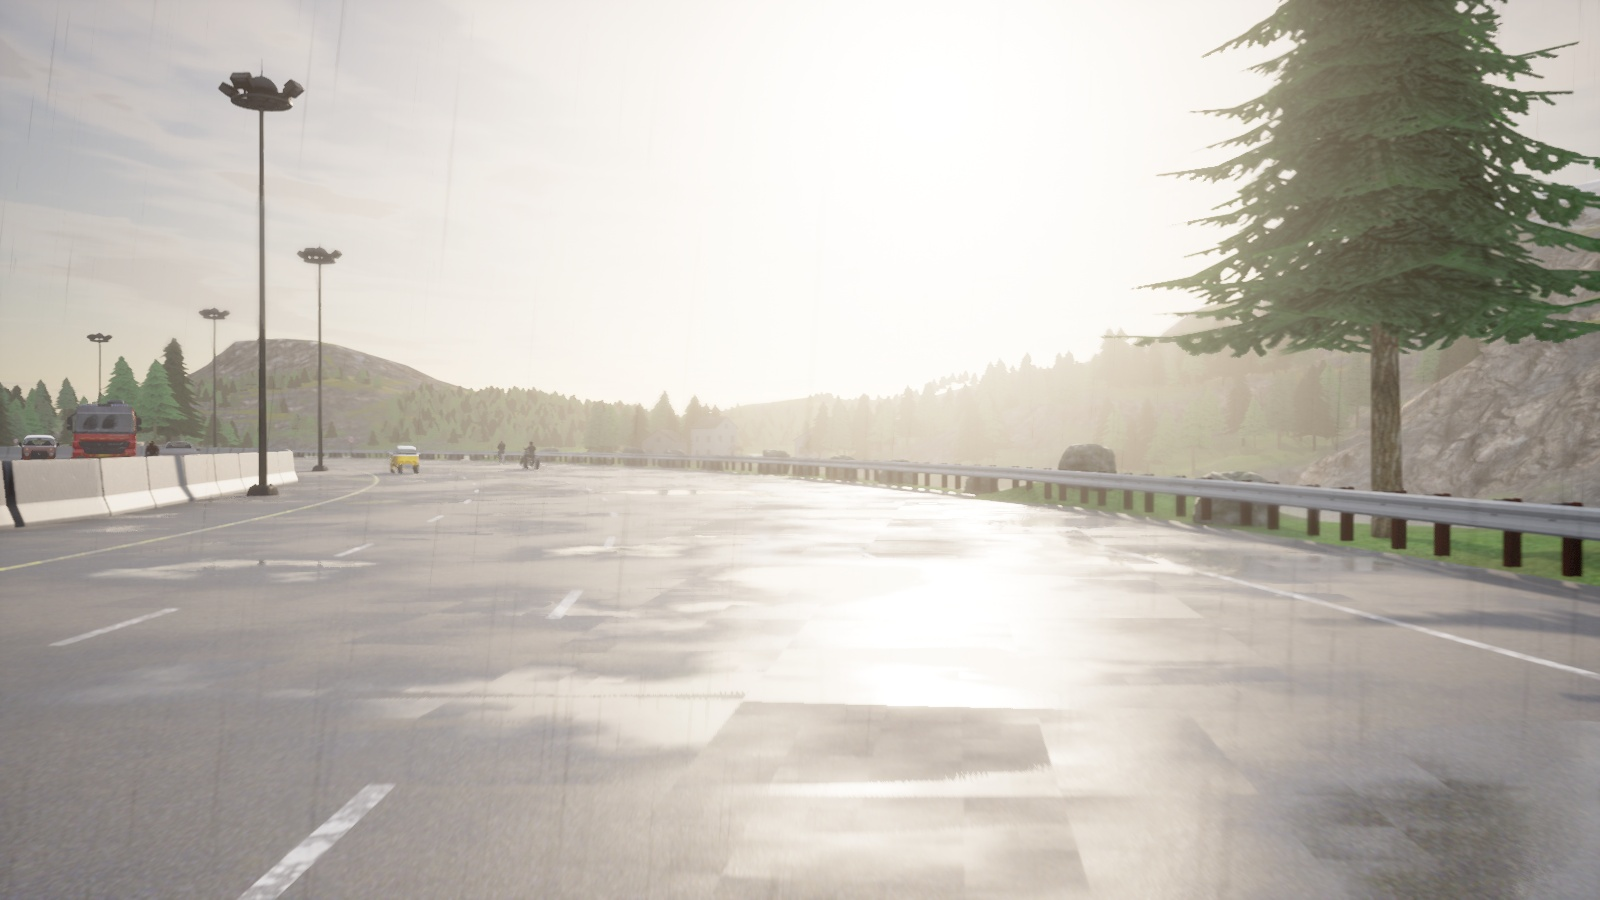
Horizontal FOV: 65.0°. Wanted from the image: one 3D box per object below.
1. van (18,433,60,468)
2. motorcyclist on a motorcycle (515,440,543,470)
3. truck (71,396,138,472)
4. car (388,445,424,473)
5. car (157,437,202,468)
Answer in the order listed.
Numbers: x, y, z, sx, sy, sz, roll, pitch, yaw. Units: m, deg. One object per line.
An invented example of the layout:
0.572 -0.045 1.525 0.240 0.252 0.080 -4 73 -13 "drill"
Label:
-44.959 0.032 74.250 2.069 2.038 4.480 0 0 -30 "van"
-15.436 0.287 71.495 0.766 1.649 2.350 0 0 -34 "motorcyclist on a motorcycle"
-37.180 -0.814 67.352 2.891 3.827 8.468 0 0 -27 "truck"
-19.691 0.439 62.710 1.481 1.376 2.207 0 1 -23 "car"
-34.265 0.120 69.286 2.152 1.651 5.027 0 0 -27 "car"
